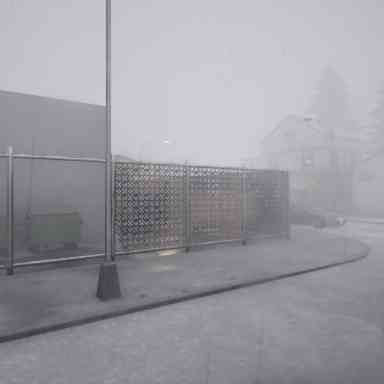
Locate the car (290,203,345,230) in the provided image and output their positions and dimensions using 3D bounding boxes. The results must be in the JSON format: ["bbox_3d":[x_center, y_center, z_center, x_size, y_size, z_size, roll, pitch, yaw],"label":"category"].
[{"bbox_3d":[7.214,1.491,21.203,2.128,1.511,4.902,0,0,-35],"label":"car"}]
